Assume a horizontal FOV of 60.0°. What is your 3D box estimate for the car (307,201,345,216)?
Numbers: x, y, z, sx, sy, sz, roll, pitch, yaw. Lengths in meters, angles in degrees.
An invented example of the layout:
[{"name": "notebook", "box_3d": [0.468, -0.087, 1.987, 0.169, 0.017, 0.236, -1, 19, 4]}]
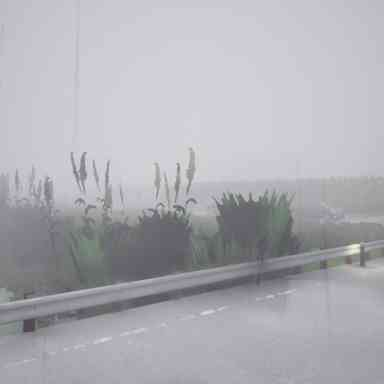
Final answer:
[{"name": "car", "box_3d": [10.812, 1.569, 28.981, 2.097, 1.767, 4.553, -1, 1, -43]}]
